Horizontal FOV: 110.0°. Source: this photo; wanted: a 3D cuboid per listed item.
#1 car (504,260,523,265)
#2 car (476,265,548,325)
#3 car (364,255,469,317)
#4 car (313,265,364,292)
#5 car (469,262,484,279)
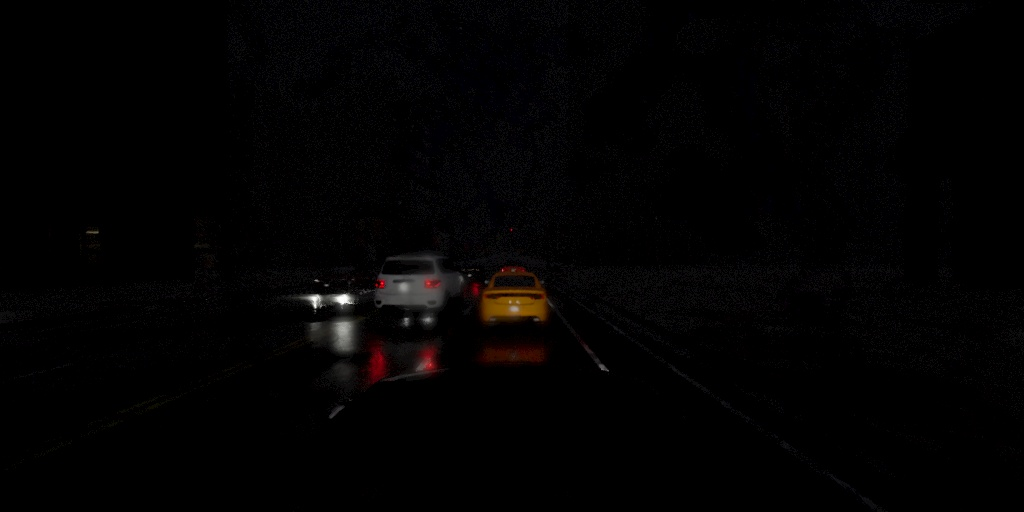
[{"bbox_3d":[0.088,1.132,29.216,2.097,1.767,4.553,0,0,0],"label":"car"},{"bbox_3d":[0.084,1.235,11.835,1.882,1.535,5.008,0,0,0],"label":"car"},{"bbox_3d":[-3.163,0.982,13.292,2.150,2.045,5.566,0,0,1],"label":"car"},{"bbox_3d":[-9.848,1.294,21.364,1.812,1.442,4.674,0,0,0],"label":"car"},{"bbox_3d":[-3.161,1.274,29.621,2.128,1.511,4.902,0,0,0],"label":"car"}]
